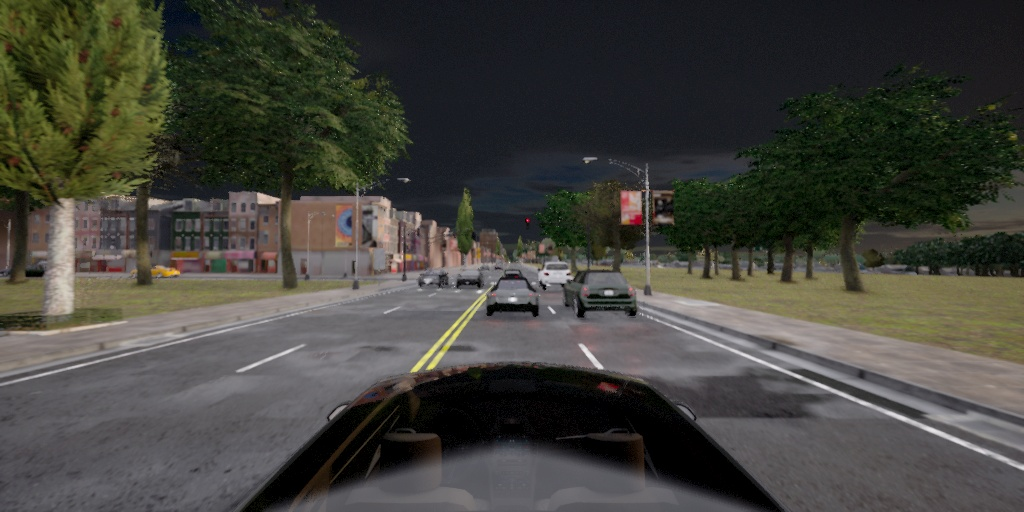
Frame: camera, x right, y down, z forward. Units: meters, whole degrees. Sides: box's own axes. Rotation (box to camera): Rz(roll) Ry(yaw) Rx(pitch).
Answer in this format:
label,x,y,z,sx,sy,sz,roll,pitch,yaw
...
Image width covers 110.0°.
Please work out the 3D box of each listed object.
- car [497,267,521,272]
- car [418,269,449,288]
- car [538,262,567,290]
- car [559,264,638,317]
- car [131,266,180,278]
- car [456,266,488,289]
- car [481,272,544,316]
label,x,y,z,sx,sy,sz,roll,pitch,yaw
car,0.040,1.818,28.697,1.837,1.490,4.892,0,-3,0
car,-6.549,1.852,30.349,2.128,1.511,4.902,0,-2,0
car,3.280,1.520,28.029,2.150,2.045,5.566,0,-2,1
car,3.294,1.304,14.243,2.097,1.767,4.553,0,-1,1
car,-43.834,1.944,44.110,5.008,1.535,1.882,0,-2,0
car,-3.307,1.806,29.155,1.882,1.535,5.008,0,-2,0
car,0.044,1.524,14.521,1.994,1.385,4.181,0,-1,1
